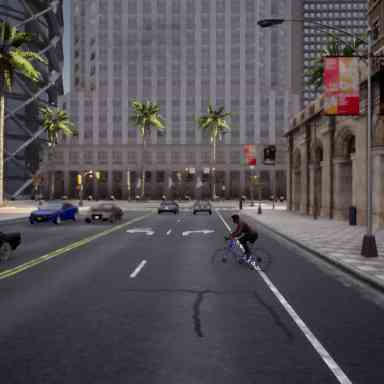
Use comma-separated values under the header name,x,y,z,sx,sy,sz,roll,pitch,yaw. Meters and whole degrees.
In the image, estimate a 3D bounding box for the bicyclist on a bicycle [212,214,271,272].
name,x,y,z,sx,sy,sz,roll,pitch,yaw
bicyclist on a bicycle,1.380,1.446,9.305,1.656,1.620,0.582,-1,0,1

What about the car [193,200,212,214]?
name,x,y,z,sx,sy,sz,roll,pitch,yaw
car,1.121,1.547,35.166,2.033,1.411,5.357,0,0,2

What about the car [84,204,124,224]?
name,x,y,z,sx,sy,sz,roll,pitch,yaw
car,-6.424,1.564,24.672,1.994,1.385,4.181,0,0,2

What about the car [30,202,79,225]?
name,x,y,z,sx,sy,sz,roll,pitch,yaw
car,-9.934,1.478,24.326,1.882,1.535,5.008,0,0,2

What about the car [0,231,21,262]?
name,x,y,z,sx,sy,sz,roll,pitch,yaw
car,-6.909,1.600,9.388,1.895,1.301,4.718,0,0,0

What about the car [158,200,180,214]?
name,x,y,z,sx,sy,sz,roll,pitch,yaw
car,-2.425,1.564,34.956,1.994,1.385,4.181,0,0,2
